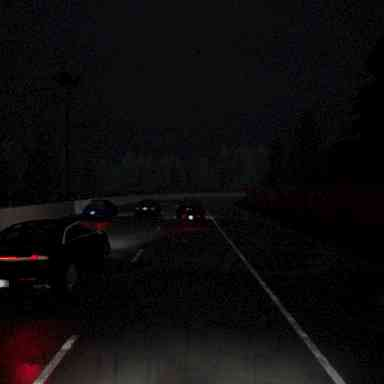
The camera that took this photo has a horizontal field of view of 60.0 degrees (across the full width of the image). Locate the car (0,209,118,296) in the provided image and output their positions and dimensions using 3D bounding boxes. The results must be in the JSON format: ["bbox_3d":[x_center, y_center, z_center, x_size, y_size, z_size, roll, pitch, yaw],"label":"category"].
[{"bbox_3d":[-3.468,1.421,8.423,2.128,1.511,4.902,0,0,0],"label":"car"}]

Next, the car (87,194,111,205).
[{"bbox_3d":[-13.945,1.099,50.126,1.837,1.490,4.892,0,0,5],"label":"car"}]

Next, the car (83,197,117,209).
[{"bbox_3d":[-7.129,1.312,26.045,1.812,1.442,4.674,0,0,-1],"label":"car"}]

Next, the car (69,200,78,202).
[{"bbox_3d":[-17.441,1.189,50.320,1.895,1.301,4.718,0,0,5],"label":"car"}]

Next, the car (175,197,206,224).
[{"bbox_3d":[-0.091,1.315,23.028,1.837,1.490,4.892,0,0,0],"label":"car"}]

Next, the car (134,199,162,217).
[{"bbox_3d":[-3.632,1.317,28.069,2.033,1.411,5.357,0,0,0],"label":"car"}]
